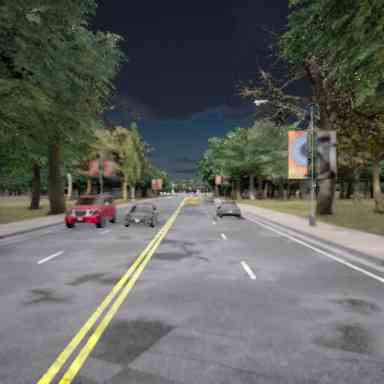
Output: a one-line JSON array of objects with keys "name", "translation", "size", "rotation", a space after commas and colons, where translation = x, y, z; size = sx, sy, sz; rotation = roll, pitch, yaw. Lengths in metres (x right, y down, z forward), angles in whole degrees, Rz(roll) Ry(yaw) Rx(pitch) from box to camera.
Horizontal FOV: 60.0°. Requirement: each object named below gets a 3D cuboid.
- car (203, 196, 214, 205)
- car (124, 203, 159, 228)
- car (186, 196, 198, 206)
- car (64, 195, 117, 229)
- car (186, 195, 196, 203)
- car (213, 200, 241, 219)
[{"name": "car", "translation": [3.065, 1.535, 61.056], "size": [2.128, 1.511, 4.902], "rotation": [0, 0, 0]}, {"name": "car", "translation": [-3.291, 1.518, 22.450], "size": [1.837, 1.490, 4.892], "rotation": [0, -1, 0]}, {"name": "car", "translation": [-0.043, 1.487, 54.974], "size": [1.882, 1.535, 5.008], "rotation": [0, 0, 0]}, {"name": "car", "translation": [-6.542, 1.237, 22.223], "size": [2.150, 2.045, 5.566], "rotation": [0, 0, 0]}, {"name": "car", "translation": [-0.252, 1.527, 71.026], "size": [2.128, 1.511, 4.902], "rotation": [0, 0, 0]}, {"name": "car", "translation": [3.208, 1.617, 29.782], "size": [1.994, 1.385, 4.181], "rotation": [0, 0, 0]}]
